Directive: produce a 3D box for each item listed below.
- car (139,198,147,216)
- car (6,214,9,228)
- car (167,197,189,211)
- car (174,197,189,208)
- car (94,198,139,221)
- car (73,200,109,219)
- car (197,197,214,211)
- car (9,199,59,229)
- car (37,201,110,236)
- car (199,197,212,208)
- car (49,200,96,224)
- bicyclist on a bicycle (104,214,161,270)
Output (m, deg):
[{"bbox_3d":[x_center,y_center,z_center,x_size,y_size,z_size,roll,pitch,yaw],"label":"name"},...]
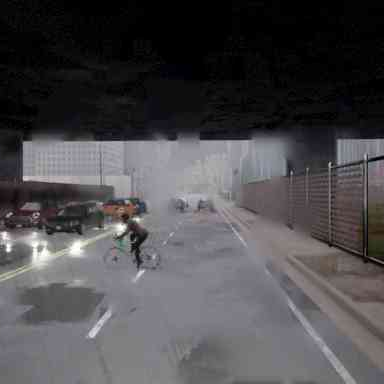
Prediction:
[{"bbox_3d":[-5.808,1.352,32.794,2.097,1.767,4.553,0,0,3],"label":"car"},{"bbox_3d":[-6.825,1.352,7.984,2.097,1.767,4.553,0,0,2],"label":"car"},{"bbox_3d":[-1.876,1.547,40.280,2.033,1.411,5.357,0,0,3],"label":"car"},{"bbox_3d":[-1.522,1.526,49.855,1.812,1.442,4.674,0,0,3],"label":"car"},{"bbox_3d":[-5.988,1.351,26.783,2.097,1.767,4.553,0,0,2],"label":"car"},{"bbox_3d":[-9.380,1.553,31.285,1.812,1.442,4.674,0,2,3],"label":"car"},{"bbox_3d":[1.643,1.491,40.166,2.128,1.511,4.902,0,0,2],"label":"car"},{"bbox_3d":[-9.796,1.352,21.293,2.097,1.767,4.553,0,0,2],"label":"car"},{"bbox_3d":[-6.399,1.478,18.702,1.882,1.535,5.008,0,0,2],"label":"car"},{"bbox_3d":[1.982,1.526,49.423,1.812,1.442,4.674,0,0,3],"label":"car"},{"bbox_3d":[-9.486,1.530,26.821,1.895,1.301,4.718,0,3,2],"label":"car"},{"bbox_3d":[-1.739,1.454,9.574,1.656,1.620,0.582,-2,0,2],"label":"bicyclist on a bicycle"}]
